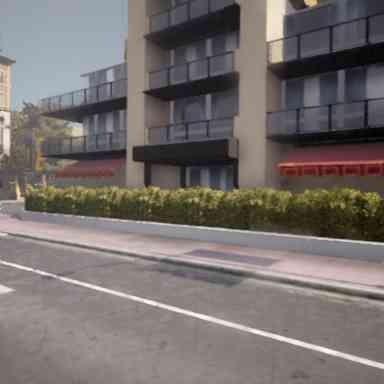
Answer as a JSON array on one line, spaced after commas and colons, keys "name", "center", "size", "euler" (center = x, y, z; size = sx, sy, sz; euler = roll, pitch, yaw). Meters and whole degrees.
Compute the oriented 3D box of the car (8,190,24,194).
[{"name": "car", "center": [-40.267, 0.363, 74.064], "size": [4.892, 1.521, 2.231], "euler": [1, 1, 35]}]
